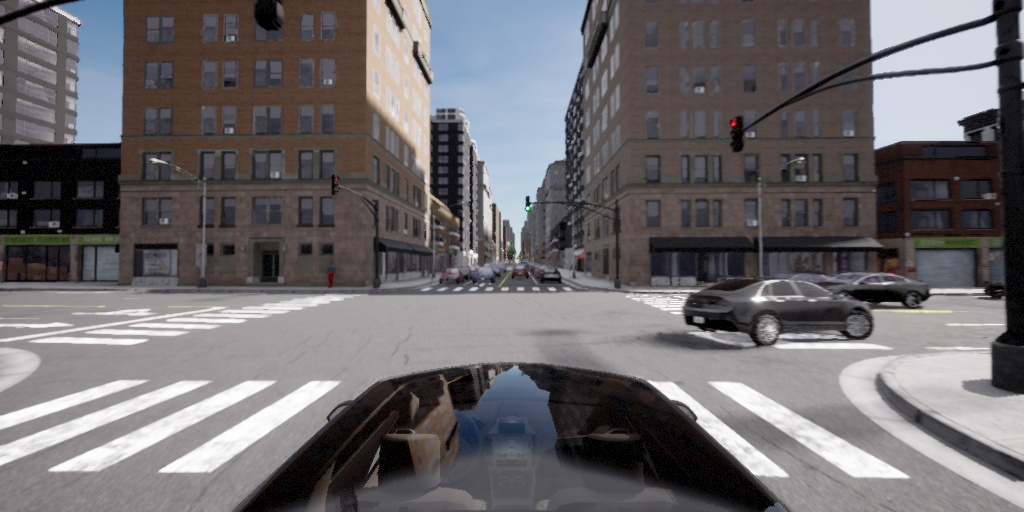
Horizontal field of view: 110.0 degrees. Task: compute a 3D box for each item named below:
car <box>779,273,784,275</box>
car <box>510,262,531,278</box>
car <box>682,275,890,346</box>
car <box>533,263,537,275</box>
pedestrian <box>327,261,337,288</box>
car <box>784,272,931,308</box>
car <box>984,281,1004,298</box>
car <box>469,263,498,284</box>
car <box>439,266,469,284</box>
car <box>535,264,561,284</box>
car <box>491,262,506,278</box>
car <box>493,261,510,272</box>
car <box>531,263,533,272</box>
[{"bbox_3d":[15.393,1.614,19.361,5.357,1.411,2.033,0,-1,1],"label":"car"},{"bbox_3d":[0.942,1.736,40.876,1.812,1.442,4.674,0,-1,1],"label":"car"},{"bbox_3d":[6.869,1.325,9.320,4.892,1.490,1.837,1,-4,-15],"label":"car"},{"bbox_3d":[3.425,1.701,36.983,1.888,1.381,4.507,0,0,1],"label":"car"},{"bbox_3d":[-12.122,1.207,23.986,0.375,1.860,0.375,0,-2,1],"label":"pedestrian"},{"bbox_3d":[15.626,1.488,16.110,4.902,1.511,2.128,0,-1,1],"label":"car"},{"bbox_3d":[28.482,1.609,19.139,4.892,1.490,1.837,0,-1,1],"label":"car"},{"bbox_3d":[-2.451,1.645,32.110,1.812,1.442,4.674,0,-1,0],"label":"car"},{"bbox_3d":[-5.225,1.706,31.644,1.802,1.307,4.207,0,0,1],"label":"car"},{"bbox_3d":[3.299,1.657,31.454,1.948,1.339,4.313,0,0,1],"label":"car"},{"bbox_3d":[-2.203,1.789,42.619,2.033,1.411,5.357,0,-1,1],"label":"car"},{"bbox_3d":[-1.791,1.968,57.997,2.033,1.411,5.357,0,-1,2],"label":"car"},{"bbox_3d":[3.551,1.770,42.512,2.007,1.370,4.403,0,0,1],"label":"car"}]
